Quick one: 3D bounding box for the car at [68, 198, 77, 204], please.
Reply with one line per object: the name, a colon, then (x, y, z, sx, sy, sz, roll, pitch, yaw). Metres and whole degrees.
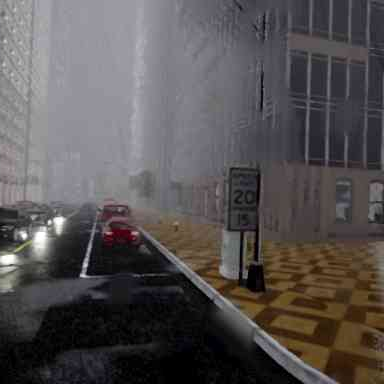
car: (-30.469, 2.252, 84.926, 1.947, 1.339, 4.313, 2, -1, -15)

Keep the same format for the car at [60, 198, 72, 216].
car: (-14.540, 1.754, 35.749, 2.128, 1.511, 4.902, 2, -1, -14)

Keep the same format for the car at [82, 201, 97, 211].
car: (-15.855, 2.110, 51.677, 1.994, 1.385, 4.181, 2, -1, -15)

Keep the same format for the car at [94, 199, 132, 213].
car: (-4.946, 1.635, 21.366, 2.192, 1.841, 5.009, 2, -1, -15)

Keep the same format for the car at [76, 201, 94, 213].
car: (-13.633, 2.022, 43.473, 1.994, 1.385, 4.181, 2, -1, -15)

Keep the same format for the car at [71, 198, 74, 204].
car: (-26.118, 2.100, 68.863, 1.802, 1.307, 4.206, 2, -1, -15)

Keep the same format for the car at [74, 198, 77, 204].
car: (-28.972, 2.154, 79.408, 1.752, 1.417, 4.829, 2, -1, -15)

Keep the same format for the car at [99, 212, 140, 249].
car: (-3.376, 1.838, 15.533, 1.802, 1.307, 4.206, 2, -1, -15)

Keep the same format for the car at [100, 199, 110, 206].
car: (-19.963, 2.342, 76.276, 1.967, 1.590, 4.097, 2, -1, -15)

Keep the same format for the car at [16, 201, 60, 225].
car: (-11.902, 1.645, 25.852, 2.128, 1.511, 4.902, 2, -1, -15)

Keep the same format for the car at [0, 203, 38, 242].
car: (-9.434, 1.532, 16.728, 1.882, 1.535, 5.008, 2, -1, -15)
